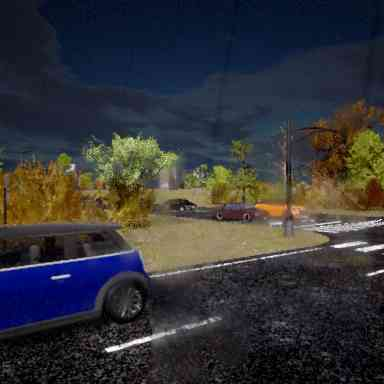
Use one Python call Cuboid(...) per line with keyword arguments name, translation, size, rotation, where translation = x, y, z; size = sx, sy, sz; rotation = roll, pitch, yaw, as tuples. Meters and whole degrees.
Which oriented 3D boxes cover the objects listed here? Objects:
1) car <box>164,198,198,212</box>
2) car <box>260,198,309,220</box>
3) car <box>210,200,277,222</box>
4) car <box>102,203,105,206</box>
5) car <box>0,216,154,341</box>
Cuboid(name="car", translation=(-1.327, 1.482, 38.466), size=(1.837, 1.490, 4.892), rotation=(0, 0, -38))
Cuboid(name="car", translation=(7.323, 1.345, 27.461), size=(2.097, 1.767, 4.553), rotation=(0, 0, -38))
Cuboid(name="car", translation=(3.769, 1.559, 26.724), size=(2.033, 1.411, 5.357), rotation=(0, 0, -38))
Cuboid(name="car", translation=(-14.521, 1.482, 55.398), size=(1.812, 1.442, 4.674), rotation=(0, 0, -38))
Cuboid(name="car", translation=(-3.003, 1.351, 5.534), size=(4.553, 1.767, 2.097), rotation=(0, 0, -36))
